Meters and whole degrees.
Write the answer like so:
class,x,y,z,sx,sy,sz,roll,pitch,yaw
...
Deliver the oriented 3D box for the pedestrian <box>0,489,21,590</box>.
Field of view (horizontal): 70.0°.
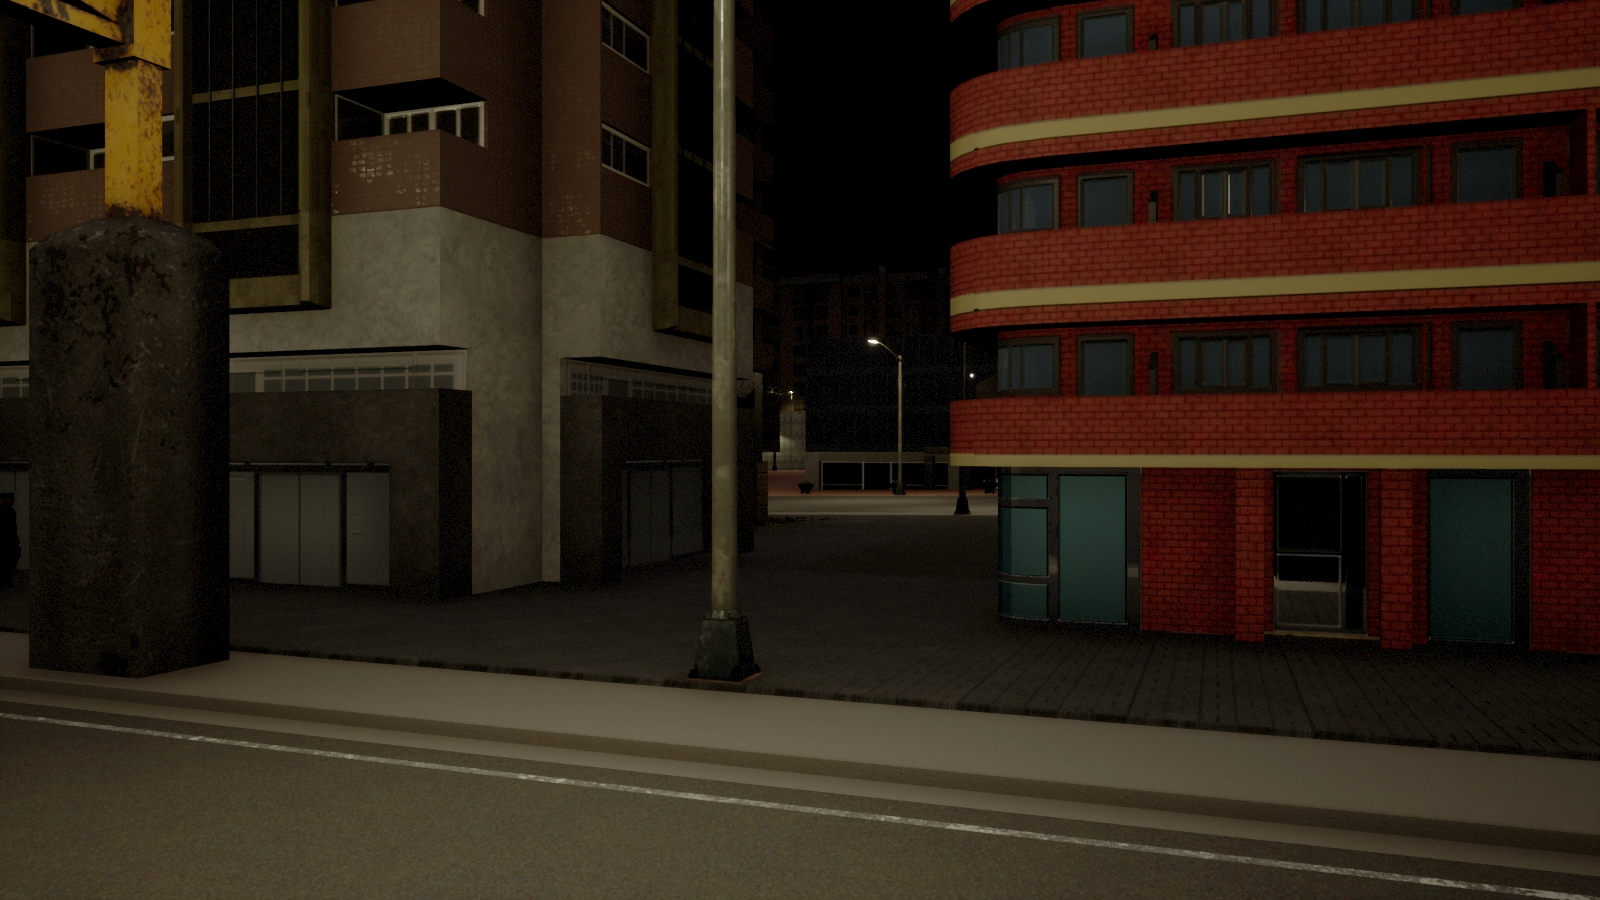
class,x,y,z,sx,sy,sz,roll,pitch,yaw
pedestrian,-14.852,1.656,21.311,0.375,1.860,0.375,0,0,10
